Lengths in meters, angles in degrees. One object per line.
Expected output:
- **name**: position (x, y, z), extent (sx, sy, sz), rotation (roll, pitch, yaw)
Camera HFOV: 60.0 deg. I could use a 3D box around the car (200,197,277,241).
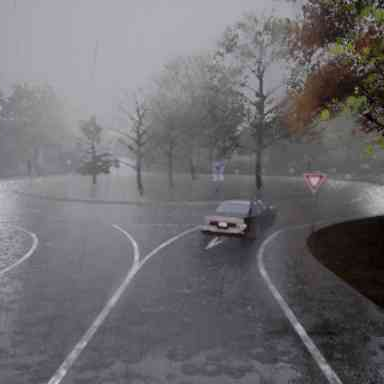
- **car**: position (2.086, 0.920, 13.530), extent (2.033, 1.411, 5.357), rotation (3, 6, 24)
